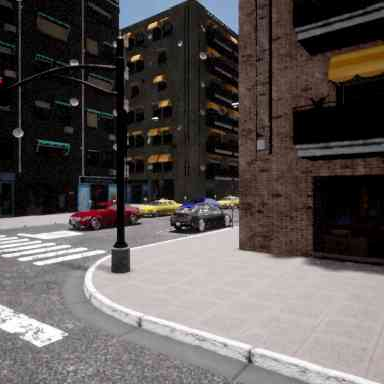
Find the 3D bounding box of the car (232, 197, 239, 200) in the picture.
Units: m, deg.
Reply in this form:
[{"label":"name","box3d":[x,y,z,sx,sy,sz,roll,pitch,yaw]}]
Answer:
[{"label":"car","box3d":[6.550,1.097,35.741,1.812,1.442,4.674,0,1,36]}]

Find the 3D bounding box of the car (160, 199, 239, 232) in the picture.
[{"label":"car","box3d":[0.591,1.333,18.305,2.008,1.369,4.403,1,1,36]}]

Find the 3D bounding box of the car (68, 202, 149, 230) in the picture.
[{"label":"car","box3d":[-5.011,1.343,19.788,1.812,1.442,4.674,0,1,36]}]

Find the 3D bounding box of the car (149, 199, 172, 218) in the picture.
[{"label":"car","box3d":[-2.576,1.252,27.359,1.752,1.417,4.829,1,1,36]}]

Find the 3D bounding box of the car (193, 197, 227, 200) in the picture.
[{"label":"car","box3d":[0.709,1.221,27.692,1.812,1.442,4.674,0,1,36]}]

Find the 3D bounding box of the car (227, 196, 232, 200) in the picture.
[{"label":"car","box3d":[4.082,1.111,36.540,1.752,1.417,4.829,1,1,36]}]
